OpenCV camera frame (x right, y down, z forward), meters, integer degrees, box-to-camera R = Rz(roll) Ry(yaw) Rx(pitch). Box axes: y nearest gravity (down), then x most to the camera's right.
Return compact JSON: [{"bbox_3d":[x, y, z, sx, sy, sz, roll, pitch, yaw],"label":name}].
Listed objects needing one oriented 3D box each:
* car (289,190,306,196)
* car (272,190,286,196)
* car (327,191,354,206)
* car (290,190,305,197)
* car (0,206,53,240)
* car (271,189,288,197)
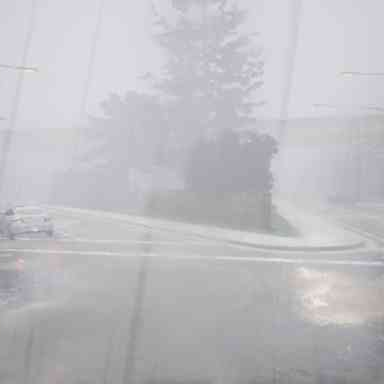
[{"bbox_3d":[24.239,0.182,76.380,1.853,1.218,4.536,-1,1,-11],"label":"car"},{"bbox_3d":[20.226,0.209,77.364,1.853,1.218,4.536,0,1,34],"label":"car"},{"bbox_3d":[17.739,0.719,40.027,2.097,1.767,4.553,0,1,9],"label":"car"},{"bbox_3d":[24.250,0.340,76.331,2.038,1.542,4.974,-1,1,-11],"label":"car"},{"bbox_3d":[-8.228,1.404,16.423,1.812,1.442,4.674,-1,1,-36],"label":"car"},{"bbox_3d":[20.198,0.367,77.323,2.038,1.542,4.974,0,1,34],"label":"car"}]
